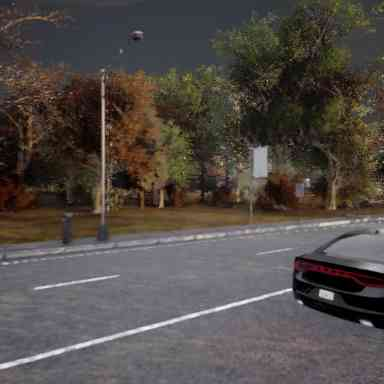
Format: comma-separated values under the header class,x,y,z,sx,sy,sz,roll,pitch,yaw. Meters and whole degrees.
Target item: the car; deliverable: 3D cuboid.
class,x,y,z,sx,sy,sz,roll,pitch,yaw
car,4.142,1.473,6.705,5.008,1.535,1.882,0,0,-35
